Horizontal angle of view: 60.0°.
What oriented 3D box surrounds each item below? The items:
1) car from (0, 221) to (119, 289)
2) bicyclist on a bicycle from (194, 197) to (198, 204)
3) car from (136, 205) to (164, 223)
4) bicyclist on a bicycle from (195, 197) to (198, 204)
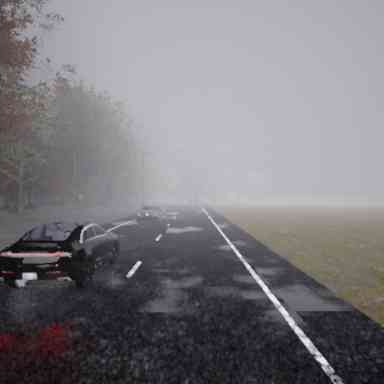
[{"bbox_3d":[-3.400,1.569,9.400,2.128,1.511,4.902,0,0,0],"label":"car"},{"bbox_3d":[0.983,2.086,79.290,0.866,1.612,1.509,0,0,0],"label":"bicyclist on a bicycle"},{"bbox_3d":[-3.391,1.774,27.616,2.033,1.411,5.357,0,0,0],"label":"car"},{"bbox_3d":[0.985,1.946,70.288,0.659,1.776,1.843,0,0,0],"label":"bicyclist on a bicycle"}]
